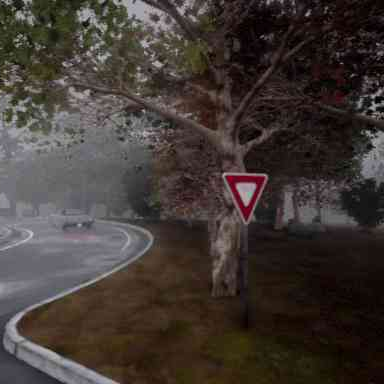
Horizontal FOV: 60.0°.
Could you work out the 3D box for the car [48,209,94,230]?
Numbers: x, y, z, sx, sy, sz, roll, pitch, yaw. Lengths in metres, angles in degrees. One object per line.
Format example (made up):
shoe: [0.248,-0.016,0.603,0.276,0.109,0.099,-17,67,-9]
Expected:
car: [-8.386,1.782,22.734,1.895,1.301,4.718,0,0,-35]
